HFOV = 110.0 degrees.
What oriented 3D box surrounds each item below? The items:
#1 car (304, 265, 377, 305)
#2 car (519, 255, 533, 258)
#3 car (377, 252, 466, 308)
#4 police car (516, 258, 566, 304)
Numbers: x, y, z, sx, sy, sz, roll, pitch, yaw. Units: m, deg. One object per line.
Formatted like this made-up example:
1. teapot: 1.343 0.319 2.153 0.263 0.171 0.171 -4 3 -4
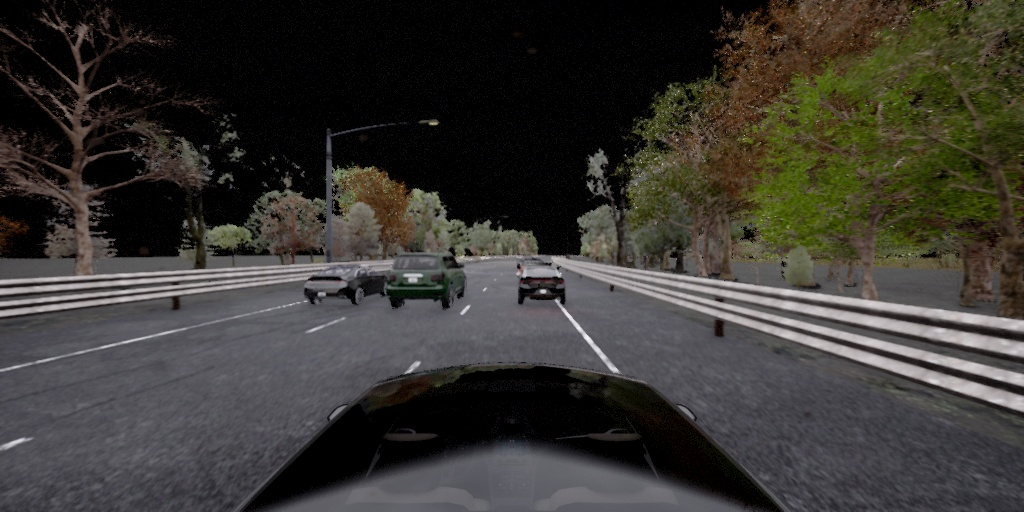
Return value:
1. car: -6.747 1.140 15.225 2.128 1.511 4.902 0 0 1
2. car: 1.448 0.935 25.525 2.097 1.767 4.553 0 0 2
3. car: -3.261 0.876 14.645 2.150 2.045 5.566 0 0 1
4. police car: 1.196 1.076 15.794 1.930 1.638 5.238 0 0 1
